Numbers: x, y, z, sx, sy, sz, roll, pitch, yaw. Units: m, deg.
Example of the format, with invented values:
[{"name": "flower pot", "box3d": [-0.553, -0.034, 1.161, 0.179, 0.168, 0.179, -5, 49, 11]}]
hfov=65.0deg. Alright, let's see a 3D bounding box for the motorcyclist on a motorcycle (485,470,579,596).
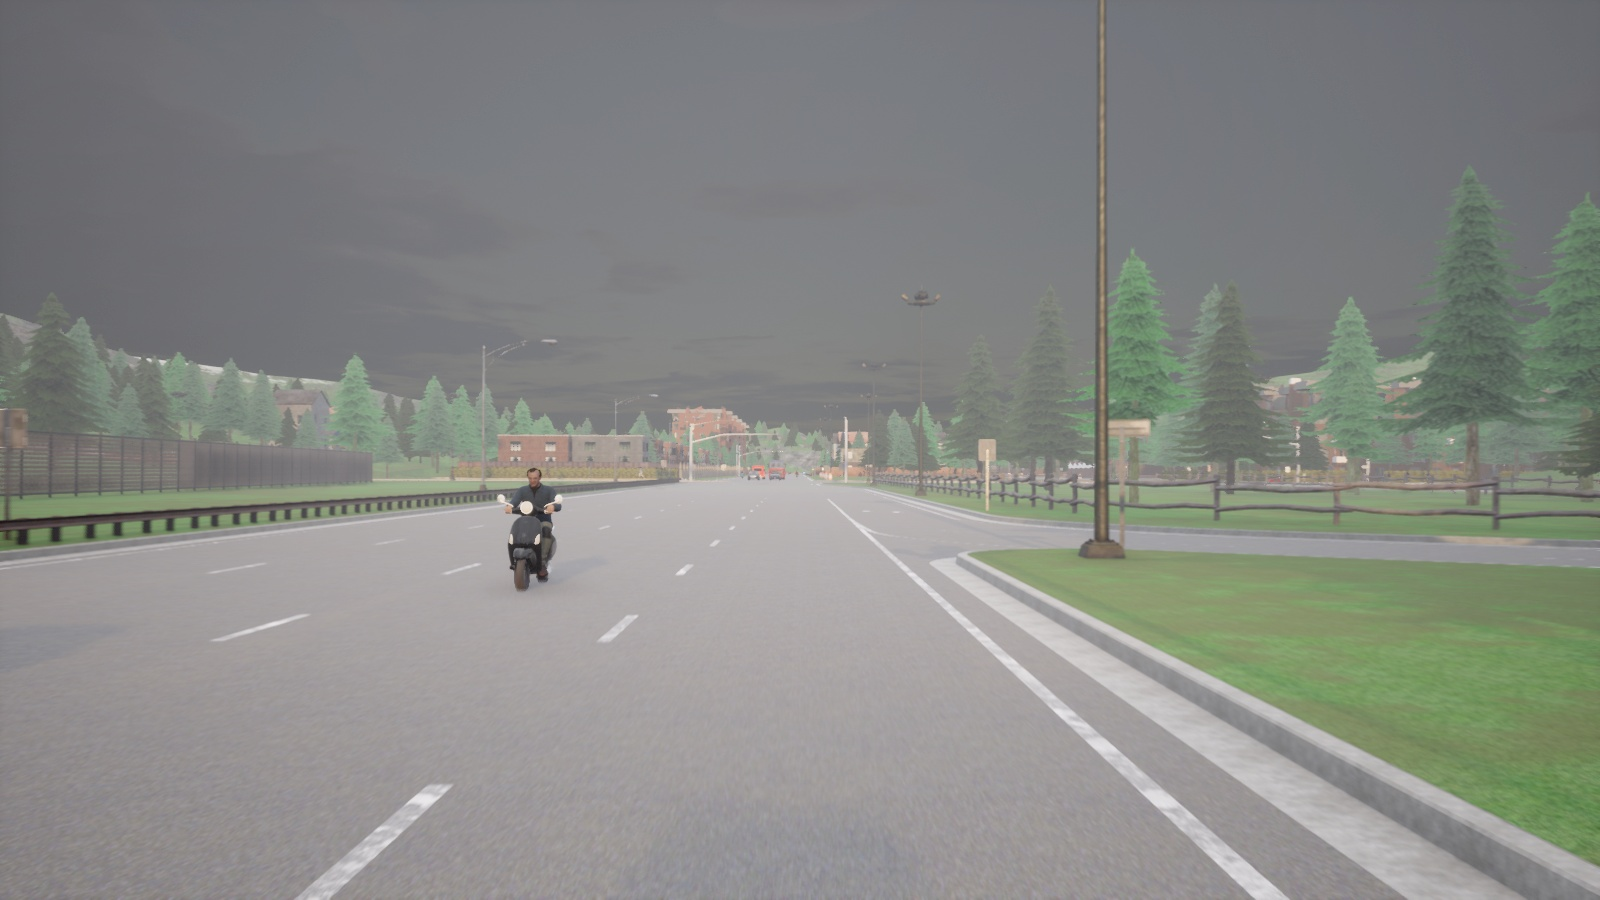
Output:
[{"name": "motorcyclist on a motorcycle", "box3d": [-3.541, 1.062, 16.749, 0.866, 1.590, 1.817, 0, -1, 0]}]
